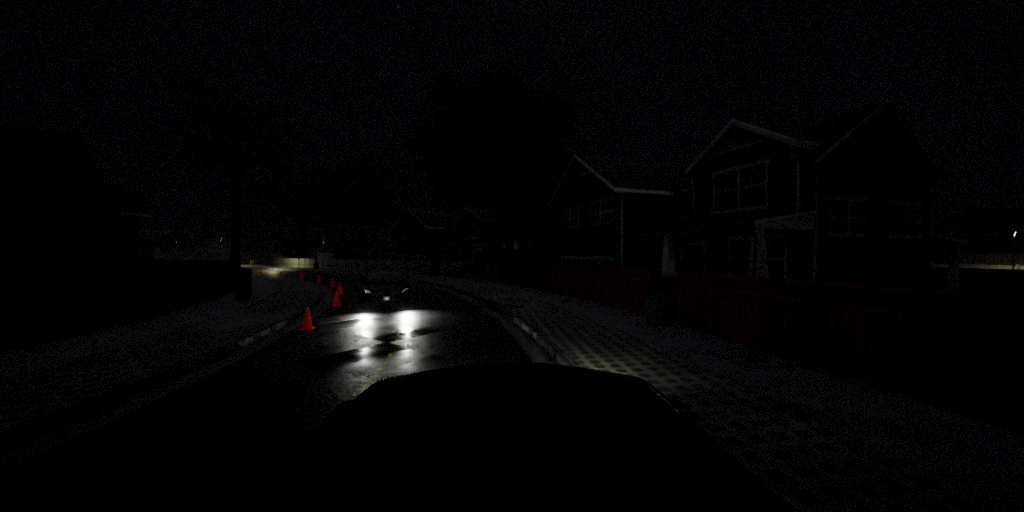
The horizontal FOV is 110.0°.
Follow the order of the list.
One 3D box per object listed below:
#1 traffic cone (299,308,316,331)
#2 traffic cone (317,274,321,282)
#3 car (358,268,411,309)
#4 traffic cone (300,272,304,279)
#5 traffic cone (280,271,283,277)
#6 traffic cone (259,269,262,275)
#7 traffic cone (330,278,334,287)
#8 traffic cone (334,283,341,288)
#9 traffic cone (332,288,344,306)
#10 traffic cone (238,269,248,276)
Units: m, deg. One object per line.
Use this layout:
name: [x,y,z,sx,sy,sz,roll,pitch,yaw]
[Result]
traffic cone: [-5.547,1.694,9.722,0.340,0.580,0.340,0,0,-14]
traffic cone: [-14.153,1.636,26.313,0.340,0.580,0.340,0,0,-41]
car: [-5.363,1.249,15.045,1.812,1.442,4.674,0,0,-22]
traffic cone: [-17.423,1.624,29.706,0.340,0.580,0.340,0,0,43]
traffic cone: [-21.087,1.612,32.725,0.340,0.580,0.340,0,0,37]
traffic cone: [-25.082,1.600,35.733,0.340,0.580,0.340,0,0,37]
traffic cone: [-11.296,1.650,22.567,0.340,0.580,0.340,0,0,-34]
traffic cone: [-8.888,1.666,18.516,0.340,0.580,0.340,0,0,-27]
traffic cone: [-6.964,1.681,14.216,0.340,0.580,0.340,0,0,-21]
traffic cone: [-29.077,1.589,38.740,0.340,0.580,0.340,0,0,37]
